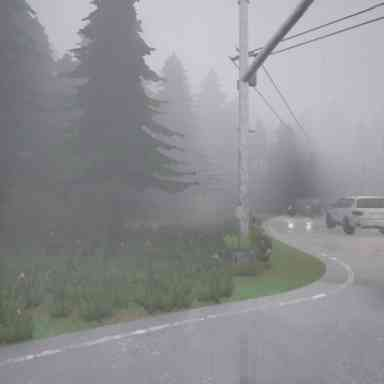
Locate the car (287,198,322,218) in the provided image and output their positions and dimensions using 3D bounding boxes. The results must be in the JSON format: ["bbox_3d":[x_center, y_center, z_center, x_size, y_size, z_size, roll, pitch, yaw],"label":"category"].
[{"bbox_3d":[10.524,1.385,30.864,2.097,1.767,4.553,0,0,36],"label":"car"}]

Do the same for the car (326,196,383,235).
[{"bbox_3d":[9.532,1.253,19.274,2.150,2.045,5.566,0,0,7],"label":"car"}]
